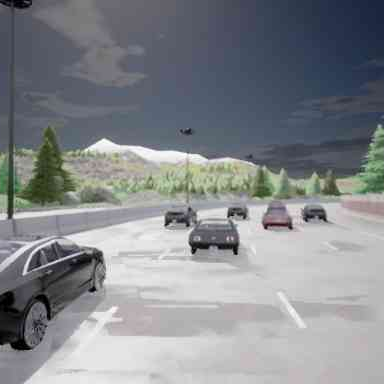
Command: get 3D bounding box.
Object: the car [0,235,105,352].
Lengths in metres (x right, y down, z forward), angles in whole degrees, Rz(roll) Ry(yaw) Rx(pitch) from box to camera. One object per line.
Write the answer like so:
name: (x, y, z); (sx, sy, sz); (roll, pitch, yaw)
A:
car: (-3.115, 1.558, 6.299); (2.128, 1.511, 4.902); (0, -1, 3)

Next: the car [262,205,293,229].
car: (6.072, 1.852, 23.967); (1.994, 1.385, 4.181); (0, -1, 10)

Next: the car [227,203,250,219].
car: (4.731, 1.904, 33.892); (1.837, 1.490, 4.892); (0, -1, 14)

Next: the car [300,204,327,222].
car: (10.995, 1.875, 30.157); (1.837, 1.490, 4.892); (0, -1, 14)

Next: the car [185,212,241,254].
car: (1.040, 1.768, 14.324); (1.895, 1.301, 4.718); (0, -1, 6)

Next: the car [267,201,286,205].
car: (10.001, 1.825, 39.409); (2.097, 1.767, 4.553); (0, -1, 17)

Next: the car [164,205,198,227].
car: (-0.773, 1.795, 25.463); (1.837, 1.490, 4.892); (0, -1, 10)
